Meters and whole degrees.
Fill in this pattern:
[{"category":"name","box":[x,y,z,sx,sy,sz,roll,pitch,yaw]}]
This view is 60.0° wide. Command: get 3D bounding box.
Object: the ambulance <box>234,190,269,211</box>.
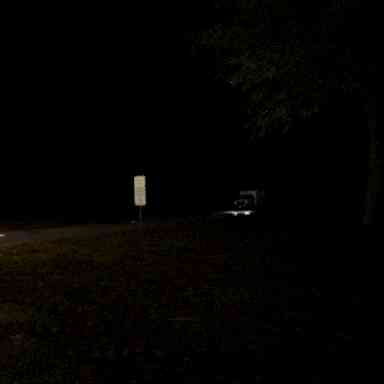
[{"category":"ambulance","box":[7.614,1.042,42.530,2.351,2.431,6.366,-3,-1,35]}]
